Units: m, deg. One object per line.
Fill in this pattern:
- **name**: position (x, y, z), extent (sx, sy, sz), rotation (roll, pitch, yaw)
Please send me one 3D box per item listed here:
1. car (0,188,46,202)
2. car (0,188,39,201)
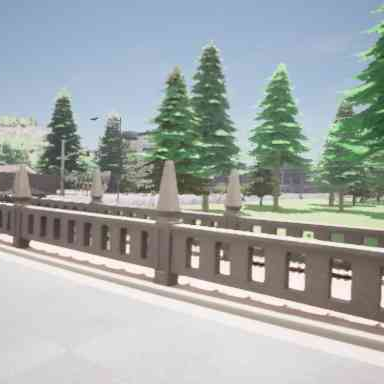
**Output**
- **car**: position (-17.756, 0.310, 34.547), extent (2.128, 1.511, 4.902), rotation (3, 2, 38)
- **car**: position (-20.025, 0.283, 37.342), extent (1.895, 1.301, 4.718), rotation (3, 2, 38)
